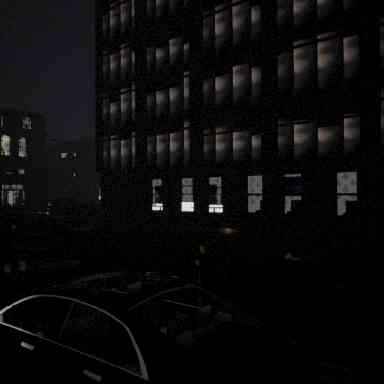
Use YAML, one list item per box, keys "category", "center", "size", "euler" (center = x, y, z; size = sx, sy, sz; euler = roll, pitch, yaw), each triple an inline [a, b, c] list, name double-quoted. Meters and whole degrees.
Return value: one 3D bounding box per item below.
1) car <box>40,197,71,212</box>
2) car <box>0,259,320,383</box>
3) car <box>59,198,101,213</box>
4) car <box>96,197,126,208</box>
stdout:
- category: "car"
  center: [-16.394, 1.489, 41.408]
  size: [2.097, 1.767, 4.553]
  euler: [0, -1, 37]
- category: "car"
  center: [-0.978, 1.551, 3.574]
  size: [4.403, 1.369, 2.008]
  euler: [0, 0, 35]
- category: "car"
  center: [-12.197, 1.683, 37.287]
  size: [1.802, 1.307, 4.206]
  euler: [-1, -1, 36]
- category: "car"
  center: [-12.416, 1.643, 51.193]
  size: [1.967, 1.590, 4.097]
  euler: [-1, -1, 36]
